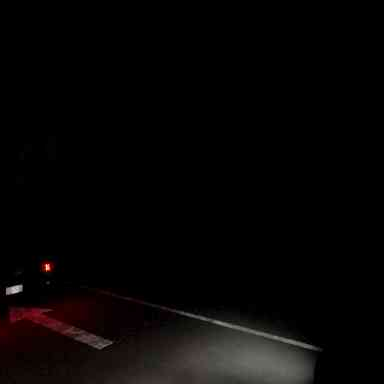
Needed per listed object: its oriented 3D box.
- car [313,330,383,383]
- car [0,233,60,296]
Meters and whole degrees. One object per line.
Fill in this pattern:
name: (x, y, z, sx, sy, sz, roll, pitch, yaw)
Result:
car: (3.061, 1.526, 1.733, 4.674, 1.442, 1.812, 0, 0, 36)
car: (-5.231, 1.601, 7.732, 4.718, 1.301, 1.895, 0, 0, 36)
